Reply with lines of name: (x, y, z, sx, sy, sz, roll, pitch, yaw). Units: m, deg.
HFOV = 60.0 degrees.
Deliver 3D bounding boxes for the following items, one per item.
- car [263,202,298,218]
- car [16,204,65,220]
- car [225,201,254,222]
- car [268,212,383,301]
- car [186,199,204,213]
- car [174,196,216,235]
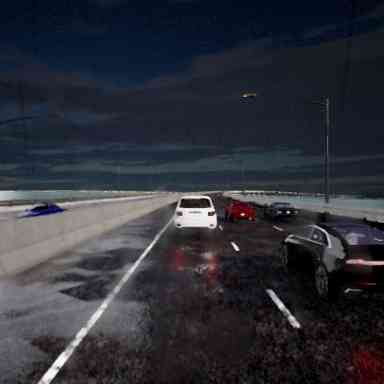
car: (7.241, 1.561, 27.408, 2.033, 1.411, 5.357, 0, 0, 1)
car: (-10.401, 1.552, 23.322, 1.812, 1.442, 4.674, 0, 0, 0)
car: (3.736, 1.490, 26.715, 1.882, 1.535, 5.008, 0, 0, 1)
car: (3.618, 1.497, 8.339, 2.128, 1.511, 4.902, 0, 0, 0)
car: (0.381, 1.561, 39.081, 2.033, 1.411, 5.357, 0, 0, 1)
car: (0.155, 1.231, 18.809, 2.150, 2.045, 5.566, 0, 0, 0)
